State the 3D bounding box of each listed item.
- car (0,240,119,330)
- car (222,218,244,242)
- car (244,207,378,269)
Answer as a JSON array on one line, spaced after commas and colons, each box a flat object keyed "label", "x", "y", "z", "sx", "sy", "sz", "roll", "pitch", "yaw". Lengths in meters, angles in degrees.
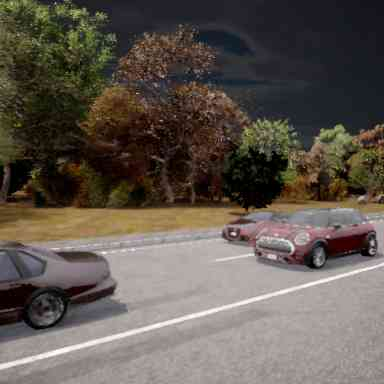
[{"label": "car", "x": -3.972, "y": 1.545, "z": 5.393, "sx": 5.357, "sy": 1.411, "sz": 2.033, "roll": 0, "pitch": 0, "yaw": -35}, {"label": "car", "x": 3.359, "y": 1.539, "z": 14.977, "sx": 4.181, "sy": 1.385, "sz": 1.994, "roll": 0, "pitch": 0, "yaw": -35}, {"label": "car", "x": 4.215, "y": 1.336, "z": 11.191, "sx": 4.553, "sy": 1.767, "sz": 2.097, "roll": 0, "pitch": 0, "yaw": -35}]
